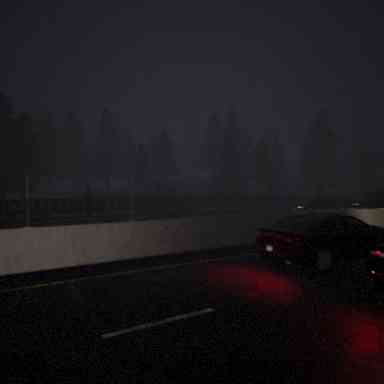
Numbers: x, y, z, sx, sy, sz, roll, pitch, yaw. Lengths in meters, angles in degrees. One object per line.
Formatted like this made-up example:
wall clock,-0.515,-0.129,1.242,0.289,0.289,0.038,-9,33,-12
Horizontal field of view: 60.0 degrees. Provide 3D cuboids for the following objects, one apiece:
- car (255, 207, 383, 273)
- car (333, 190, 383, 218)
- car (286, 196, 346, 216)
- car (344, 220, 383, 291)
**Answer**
car,4.255,1.355,10.247,5.008,1.535,1.882,-1,1,-29
car,14.293,0.888,26.610,5.566,2.045,2.150,-1,0,-20
car,10.829,1.166,28.985,4.892,1.490,1.837,0,0,-21
car,5.835,1.391,7.128,4.902,1.511,2.128,-1,1,-30
